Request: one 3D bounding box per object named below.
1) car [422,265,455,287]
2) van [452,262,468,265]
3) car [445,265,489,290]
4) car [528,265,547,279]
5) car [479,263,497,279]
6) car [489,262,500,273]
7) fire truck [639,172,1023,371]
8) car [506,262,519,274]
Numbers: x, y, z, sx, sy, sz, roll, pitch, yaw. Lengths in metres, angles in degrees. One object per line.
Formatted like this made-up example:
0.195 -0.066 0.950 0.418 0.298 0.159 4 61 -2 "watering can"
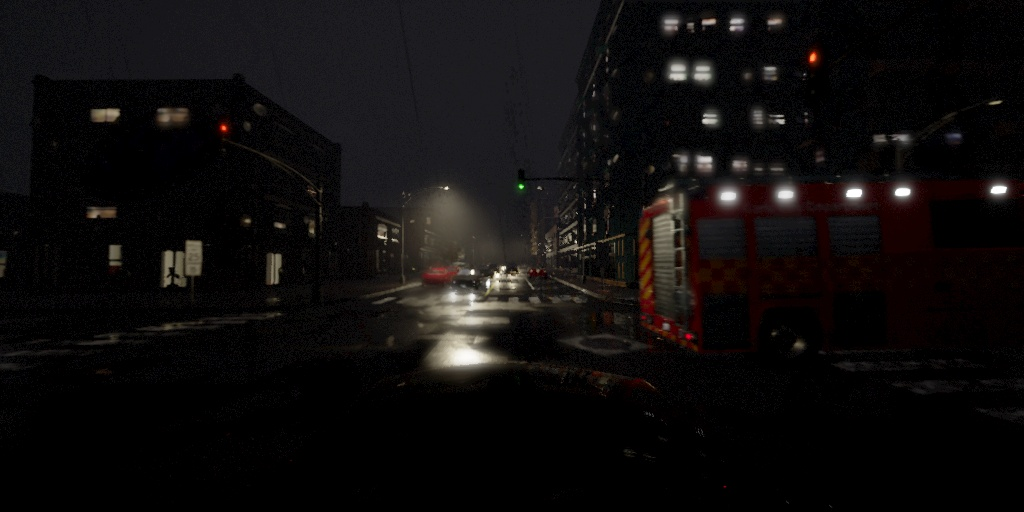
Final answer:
-5.759 1.631 27.819 1.888 1.381 4.507 0 0 0 "car"
-5.680 1.573 39.187 1.690 1.789 3.998 0 0 0 "van"
-3.089 1.607 25.750 2.033 1.411 5.357 0 -1 0 "car"
2.701 1.672 39.246 1.967 1.591 4.097 0 0 0 "car"
-3.079 1.803 39.718 1.994 1.385 4.181 0 -1 0 "car"
-3.000 1.989 58.495 1.837 1.490 4.892 0 -1 0 "car"
7.329 0.135 7.706 8.468 3.827 2.891 -1 -1 0 "fire truck"
0.014 1.968 55.494 1.812 1.442 4.674 0 -1 0 "car"
